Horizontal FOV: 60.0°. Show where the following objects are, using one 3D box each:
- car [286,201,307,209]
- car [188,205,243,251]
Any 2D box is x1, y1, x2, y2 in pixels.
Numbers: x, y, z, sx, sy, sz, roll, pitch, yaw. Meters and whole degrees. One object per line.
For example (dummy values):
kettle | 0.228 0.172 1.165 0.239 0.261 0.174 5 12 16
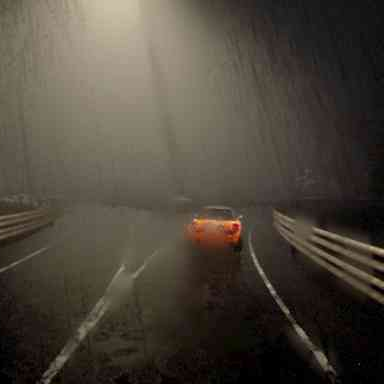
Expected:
car | 17.215 2.098 54.530 1.895 1.301 4.718 0 -1 40
car | 1.139 1.400 14.653 2.097 1.767 4.553 2 0 8
